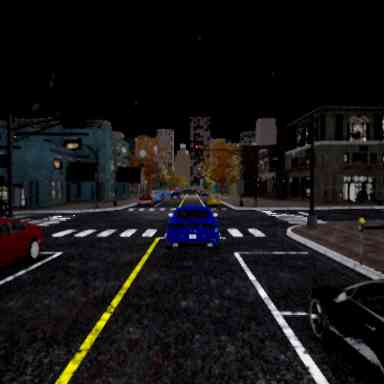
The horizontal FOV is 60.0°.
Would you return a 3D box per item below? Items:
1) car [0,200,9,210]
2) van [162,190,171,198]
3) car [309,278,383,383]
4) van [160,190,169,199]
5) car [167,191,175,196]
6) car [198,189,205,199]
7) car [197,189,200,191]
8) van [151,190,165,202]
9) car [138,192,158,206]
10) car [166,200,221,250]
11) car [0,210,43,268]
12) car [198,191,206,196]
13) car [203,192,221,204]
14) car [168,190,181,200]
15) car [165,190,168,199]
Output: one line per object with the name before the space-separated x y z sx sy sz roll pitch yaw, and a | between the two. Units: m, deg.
car | -18.194 1.343 29.302 4.313 1.339 1.947 -1 2 -1
van | -5.690 0.359 74.771 1.690 1.788 3.998 0 1 0
car | 2.689 1.519 3.439 1.947 1.339 4.313 -1 1 0
van | -5.691 0.432 69.225 1.690 1.788 3.998 0 1 0
car | -5.688 0.365 91.411 1.947 1.339 4.313 0 1 0
car | 2.692 0.642 69.228 2.008 1.369 4.403 -1 1 0
car | 2.693 0.438 85.865 1.947 1.339 4.313 -1 1 0
van | -5.691 0.651 52.588 1.690 1.788 3.998 0 1 0
car | -5.689 1.037 41.499 1.802 1.307 4.206 0 1 0
car | 0.046 1.300 13.477 1.882 1.535 5.008 0 1 0
car | -5.691 1.425 8.983 1.887 1.381 4.507 0 1 0
car | 2.694 0.344 91.411 1.887 1.381 4.507 -1 1 0
car | 2.690 0.978 41.668 1.752 1.417 4.829 -1 1 0
car | -3.030 0.714 61.837 1.812 1.442 4.674 0 1 1
car | -5.689 0.781 58.137 1.887 1.381 4.507 0 1 0
